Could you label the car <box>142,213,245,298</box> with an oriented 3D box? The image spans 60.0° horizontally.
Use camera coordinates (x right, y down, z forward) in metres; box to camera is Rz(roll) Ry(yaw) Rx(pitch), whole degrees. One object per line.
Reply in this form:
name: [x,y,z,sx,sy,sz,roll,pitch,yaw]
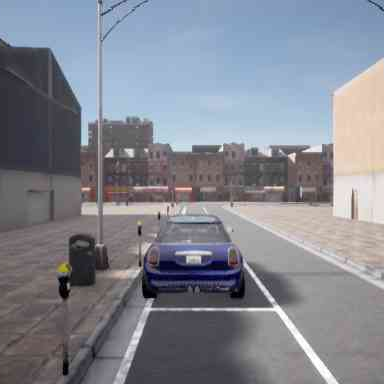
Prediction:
car: [0.033,1.342,8.621,2.097,1.767,4.553,0,0,0]
